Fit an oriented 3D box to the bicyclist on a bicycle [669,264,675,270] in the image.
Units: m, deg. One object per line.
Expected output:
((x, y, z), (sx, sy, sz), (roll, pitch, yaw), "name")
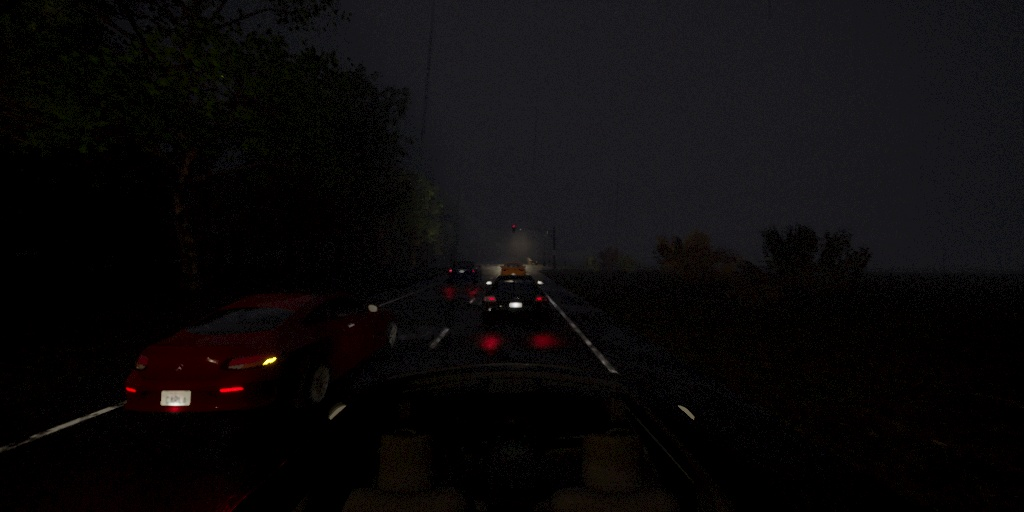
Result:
((24.294, 1.316, 54.539), (0.582, 1.620, 1.656), (1, 0, 0), "bicyclist on a bicycle")

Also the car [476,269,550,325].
((0.098, 1.300, 11.761), (1.994, 1.385, 4.181), (0, 0, 0), "car")

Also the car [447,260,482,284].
((-3.404, 1.065, 26.492), (2.097, 1.767, 4.553), (0, 0, 0), "car")

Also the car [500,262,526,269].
((0.096, 1.187, 28.335), (1.882, 1.535, 5.008), (0, 0, 0), "car")

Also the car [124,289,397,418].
((-3.399, 1.270, 5.930), (1.812, 1.442, 4.674), (0, 0, 0), "car")
